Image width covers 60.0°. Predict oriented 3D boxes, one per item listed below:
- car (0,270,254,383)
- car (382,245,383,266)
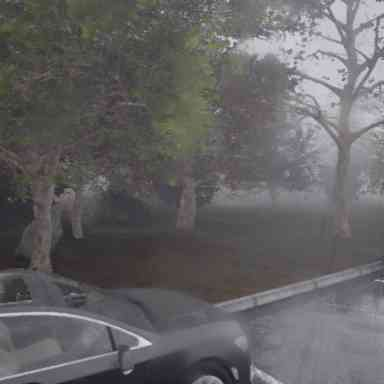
[{"bbox_3d":[-1.628,1.482,2.874,4.892,1.521,2.231,0,1,-33],"label":"car"},{"bbox_3d":[7.426,1.299,9.359,4.553,1.767,2.185,-1,0,-33],"label":"car"}]
